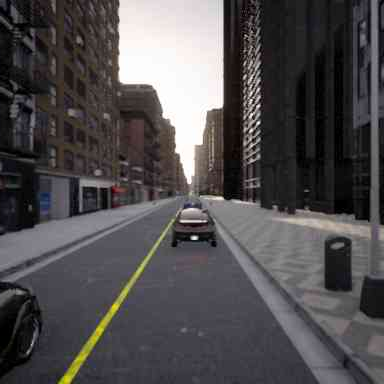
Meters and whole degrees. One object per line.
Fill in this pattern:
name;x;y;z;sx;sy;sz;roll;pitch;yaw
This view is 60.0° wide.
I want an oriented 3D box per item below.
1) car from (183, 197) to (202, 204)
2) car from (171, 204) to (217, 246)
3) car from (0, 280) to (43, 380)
car;0.087;1.371;37.944;2.097;1.767;4.553;0;0;0
car;0.094;1.512;15.178;1.837;1.490;4.892;0;0;0
car;-3.101;1.565;3.015;1.994;1.385;4.181;0;0;0
